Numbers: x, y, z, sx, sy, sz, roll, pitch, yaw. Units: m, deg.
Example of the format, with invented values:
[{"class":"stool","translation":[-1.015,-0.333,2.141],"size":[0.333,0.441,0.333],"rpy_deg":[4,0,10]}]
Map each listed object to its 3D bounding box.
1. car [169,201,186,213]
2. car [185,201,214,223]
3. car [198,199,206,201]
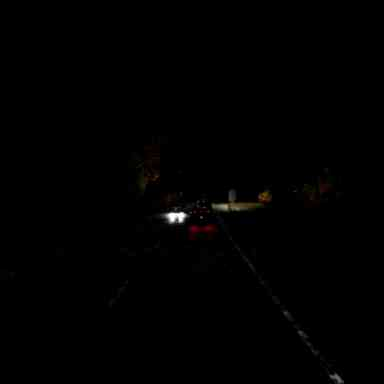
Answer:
[{"class":"car","translation":[-1.860,1.926,44.449],"size":[2.128,1.511,4.902],"rpy_deg":[0,0,4]},{"class":"car","translation":[0.844,1.770,28.116],"size":[2.128,1.511,4.902],"rpy_deg":[0,-1,3]},{"class":"car","translation":[1.763,1.977,43.934],"size":[2.033,1.411,5.357],"rpy_deg":[0,-1,4]}]
